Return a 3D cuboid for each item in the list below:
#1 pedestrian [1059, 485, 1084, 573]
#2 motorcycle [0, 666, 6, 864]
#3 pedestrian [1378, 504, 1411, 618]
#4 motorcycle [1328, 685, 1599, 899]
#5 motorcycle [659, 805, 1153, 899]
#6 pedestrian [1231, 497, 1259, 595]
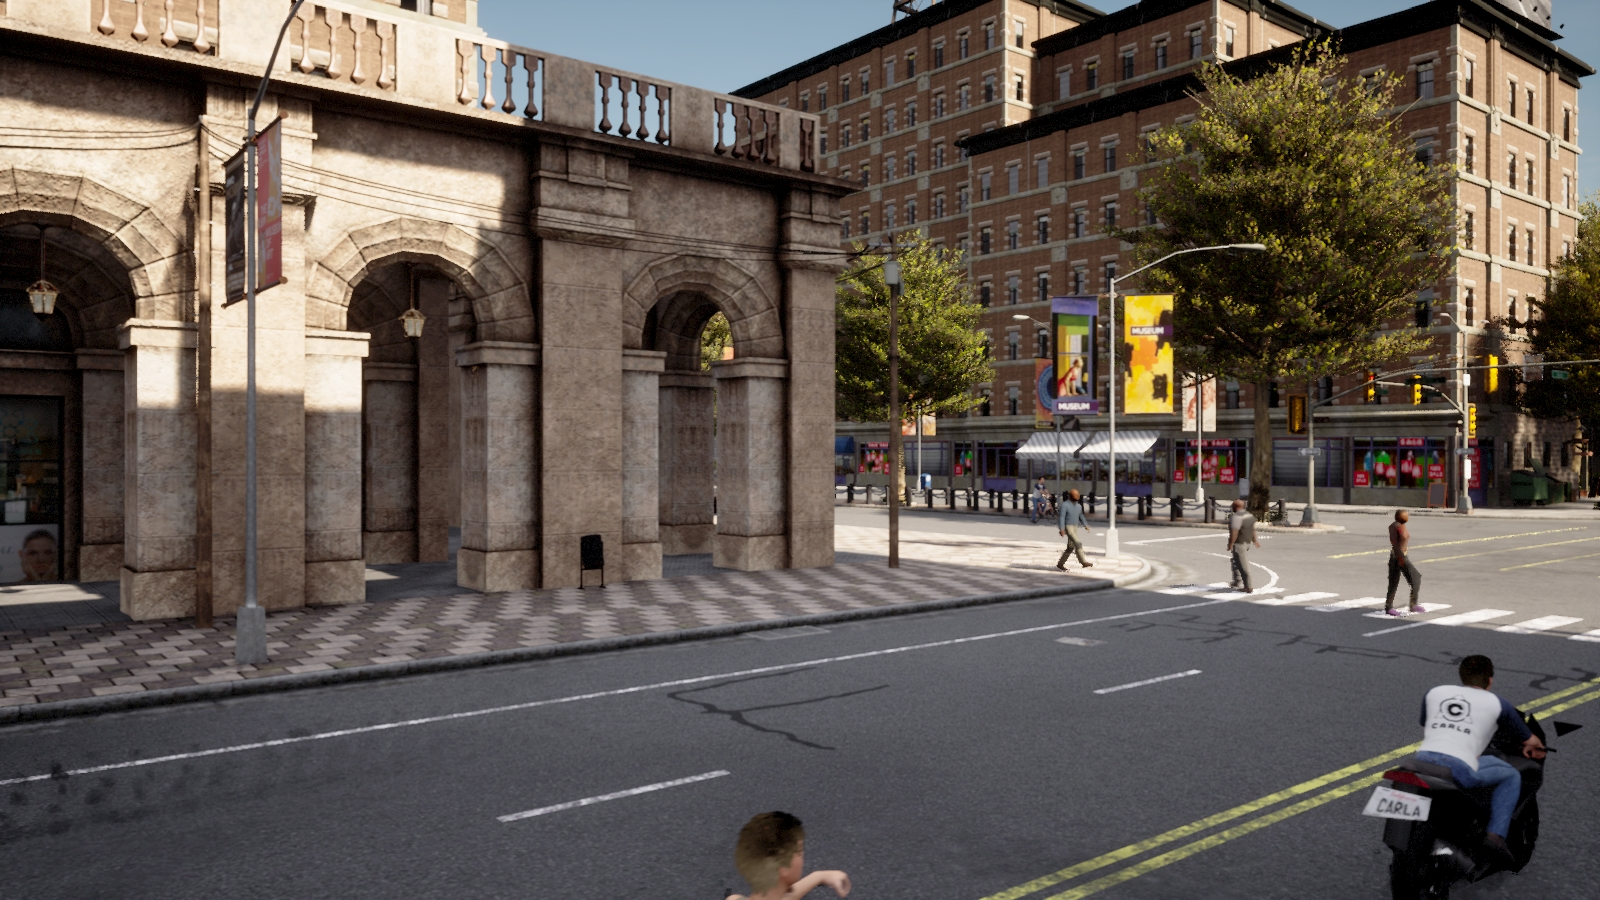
[{"bbox_3d":[5.870,1.706,24.722,0.375,1.860,0.375,0,0,-35],"label":"pedestrian"},{"bbox_3d":[-6.586,2.205,7.501,2.209,1.251,0.867,0,0,-38],"label":"motorcycle"},{"bbox_3d":[10.002,1.859,19.223,0.375,1.860,0.375,0,0,-38],"label":"pedestrian"},{"bbox_3d":[4.175,2.216,7.081,2.033,1.145,0.803,1,0,-38],"label":"motorcycle"},{"bbox_3d":[0.182,2.172,3.923,2.356,1.277,0.764,0,0,-38],"label":"motorcycle"},{"bbox_3d":[8.685,1.860,22.284,0.375,1.860,0.375,0,0,-40],"label":"pedestrian"}]
